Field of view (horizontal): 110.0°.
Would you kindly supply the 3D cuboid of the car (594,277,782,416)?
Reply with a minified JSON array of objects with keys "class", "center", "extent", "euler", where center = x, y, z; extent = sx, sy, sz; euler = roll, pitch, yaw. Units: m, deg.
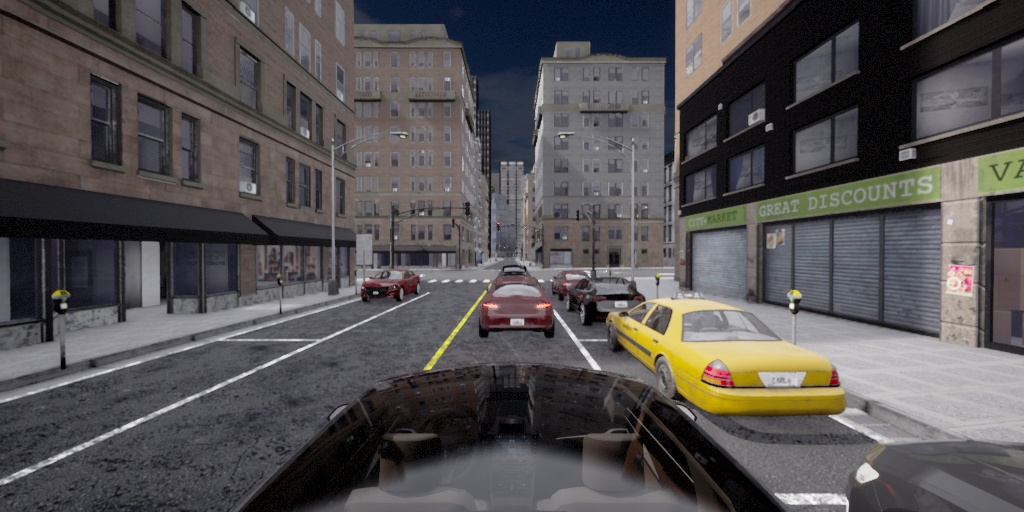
[{"class":"car","center":[2.881,1.273,6.121],"extent":[1.751,1.417,4.829],"euler":[0,0,0]}]

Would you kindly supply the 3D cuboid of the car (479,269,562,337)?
[{"class":"car","center":[0.106,1.271,10.103],"extent":[1.812,1.442,4.674],"euler":[0,0,0]}]

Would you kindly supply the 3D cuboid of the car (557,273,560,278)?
[{"class":"car","center":[2.898,1.323,17.123],"extent":[1.802,1.307,4.207],"euler":[0,0,0]}]

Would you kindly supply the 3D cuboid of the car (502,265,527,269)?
[{"class":"car","center":[0.127,1.244,20.382],"extent":[1.837,1.490,4.892],"euler":[0,0,0]}]

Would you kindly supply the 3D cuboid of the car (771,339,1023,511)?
[{"class":"car","center":[2.871,1.301,0.365],"extent":[2.007,1.370,4.403],"euler":[0,0,0]}]

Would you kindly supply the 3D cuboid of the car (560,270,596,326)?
[{"class":"car","center":[2.889,1.310,11.537],"extent":[1.948,1.339,4.313],"euler":[0,0,0]}]

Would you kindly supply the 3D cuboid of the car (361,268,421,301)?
[{"class":"car","center":[-5.647,1.286,17.134],"extent":[1.888,1.381,4.507],"euler":[0,0,0]}]
